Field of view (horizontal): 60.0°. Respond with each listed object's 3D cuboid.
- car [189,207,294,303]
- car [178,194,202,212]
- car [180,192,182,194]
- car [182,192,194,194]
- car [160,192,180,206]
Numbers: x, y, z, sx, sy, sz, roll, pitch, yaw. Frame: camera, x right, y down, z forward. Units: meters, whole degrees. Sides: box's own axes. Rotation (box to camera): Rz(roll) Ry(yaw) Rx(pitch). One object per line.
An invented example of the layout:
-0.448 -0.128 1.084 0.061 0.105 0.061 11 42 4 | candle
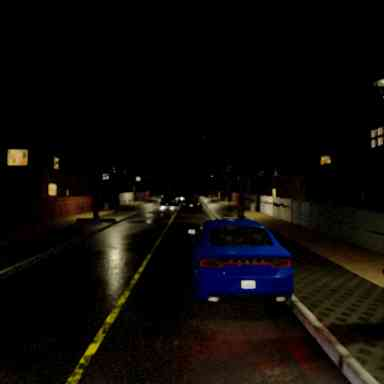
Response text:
0.940 1.371 8.075 1.882 1.535 5.008 0 1 0 | car
-0.036 1.156 31.635 1.994 1.385 4.181 0 1 0 | car
-2.976 0.636 78.205 1.895 1.301 4.718 0 1 0 | car
-0.074 0.943 44.008 1.837 1.490 4.892 0 1 0 | car
-2.968 1.011 41.918 2.033 1.411 5.357 0 1 0 | car
